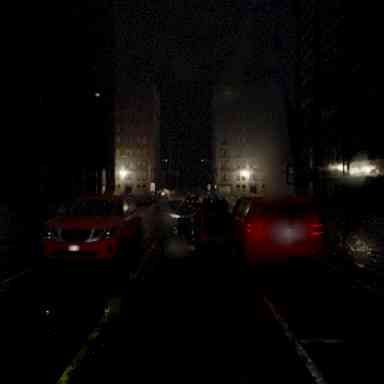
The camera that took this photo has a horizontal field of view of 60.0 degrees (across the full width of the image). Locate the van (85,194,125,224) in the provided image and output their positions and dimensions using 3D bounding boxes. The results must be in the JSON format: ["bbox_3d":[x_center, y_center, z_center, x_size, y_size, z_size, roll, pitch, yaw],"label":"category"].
[{"bbox_3d":[-5.851,1.067,22.740,1.690,1.788,3.998,0,1,0],"label":"van"}]

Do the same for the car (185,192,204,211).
[{"bbox_3d":[0.084,1.049,39.665,2.033,1.411,5.357,0,1,0],"label":"car"}]

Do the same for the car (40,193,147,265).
[{"bbox_3d":[-3.097,1.085,11.489,2.150,2.045,5.566,0,1,0],"label":"car"}]

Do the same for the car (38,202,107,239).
[{"bbox_3d":[-5.854,1.323,16.930,1.752,1.417,4.829,0,1,0],"label":"car"}]

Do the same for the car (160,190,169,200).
[{"bbox_3d":[-5.834,0.754,62.218,1.947,1.339,4.313,0,1,0],"label":"car"}]

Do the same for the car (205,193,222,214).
[{"bbox_3d":[2.680,1.129,33.995,2.008,1.369,4.403,0,1,0],"label":"car"}]

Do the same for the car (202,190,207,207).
[{"bbox_3d":[2.685,0.864,45.271,1.967,1.590,4.097,0,1,0],"label":"car"}]

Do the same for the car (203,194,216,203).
[{"bbox_3d":[2.687,0.927,50.912,1.802,1.307,4.206,0,1,0],"label":"car"}]

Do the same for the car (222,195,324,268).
[{"bbox_3d":[2.398,1.091,10.930,2.150,2.045,5.566,0,1,0],"label":"car"}]

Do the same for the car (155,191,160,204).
[{"bbox_3d":[-5.841,0.864,45.299,1.967,1.590,4.097,0,1,0],"label":"car"}]

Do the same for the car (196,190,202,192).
[{"bbox_3d":[0.019,0.857,49.444,2.128,1.511,4.902,0,1,0],"label":"car"}]

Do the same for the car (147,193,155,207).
[{"bbox_3d":[-5.843,1.083,39.660,1.802,1.307,4.206,0,1,0],"label":"car"}]

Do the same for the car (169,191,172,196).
[{"bbox_3d":[-5.831,0.424,67.854,2.192,1.841,5.009,0,1,0],"label":"car"}]

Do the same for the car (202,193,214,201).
[{"bbox_3d":[2.690,0.811,56.550,1.887,1.381,4.507,0,1,0],"label":"car"}]
